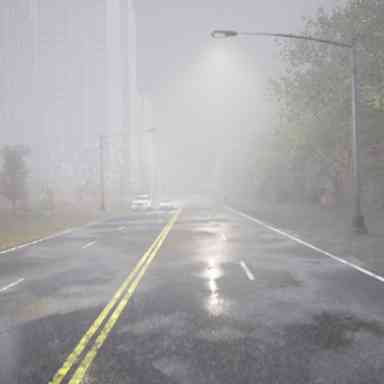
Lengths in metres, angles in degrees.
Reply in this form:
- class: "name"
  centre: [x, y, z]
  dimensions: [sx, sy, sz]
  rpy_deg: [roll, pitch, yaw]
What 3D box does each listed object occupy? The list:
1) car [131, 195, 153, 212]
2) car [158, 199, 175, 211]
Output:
- class: "car"
  centre: [-6.579, 1.468, 44.207]
  dimensions: [2.150, 2.045, 5.566]
  rpy_deg: [-2, 0, 0]
- class: "car"
  centre: [-3.324, 1.678, 43.678]
  dimensions: [1.812, 1.442, 4.674]
  rpy_deg: [-2, 0, 0]
